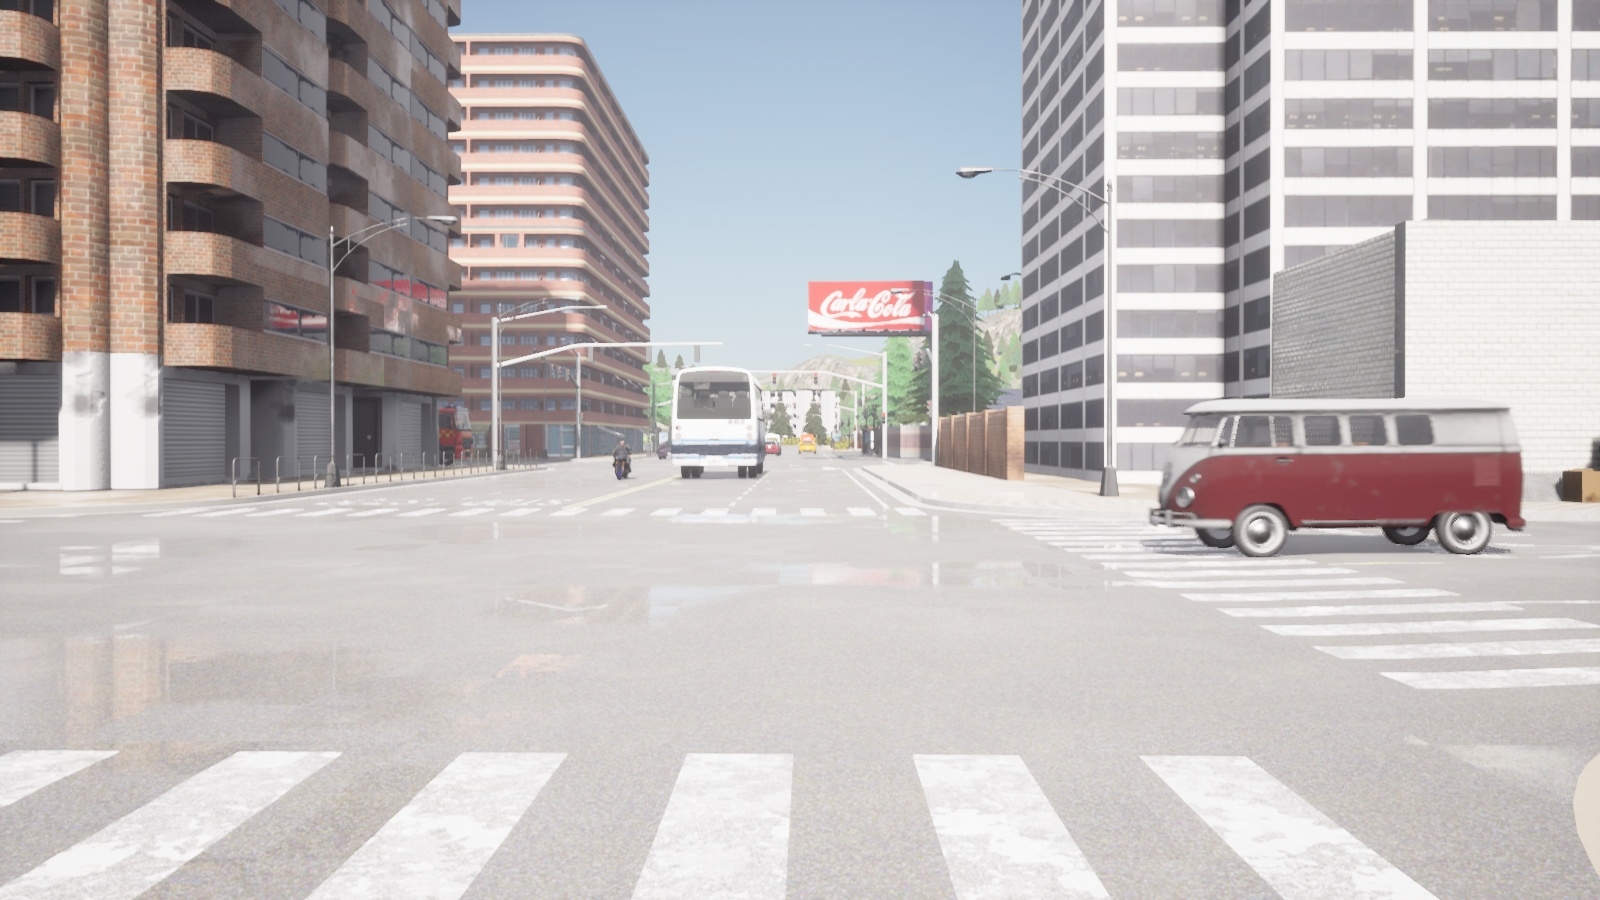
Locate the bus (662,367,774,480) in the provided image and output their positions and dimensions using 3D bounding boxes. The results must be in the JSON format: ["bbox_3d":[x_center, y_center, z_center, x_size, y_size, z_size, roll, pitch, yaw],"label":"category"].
[{"bbox_3d":[-3.180,-1.026,52.327,3.944,4.253,10.273,0,0,0],"label":"bus"}]

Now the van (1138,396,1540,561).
[{"bbox_3d":[6.862,0.344,16.308,4.442,1.987,1.775,0,0,-1],"label":"van"}]

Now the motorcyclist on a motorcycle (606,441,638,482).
[{"bbox_3d":[-6.710,0.419,47.372,0.866,1.530,2.191,0,0,0],"label":"motorcyclist on a motorcycle"}]

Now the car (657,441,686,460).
[{"bbox_3d":[-9.921,0.021,97.201,1.816,1.474,4.193,0,0,0],"label":"car"}]

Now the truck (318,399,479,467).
[{"bbox_3d":[-23.283,-0.987,73.104,8.468,3.827,2.891,0,0,1],"label":"truck"}]
